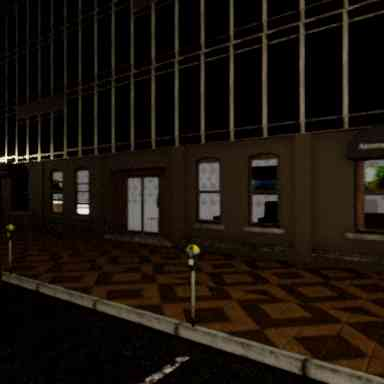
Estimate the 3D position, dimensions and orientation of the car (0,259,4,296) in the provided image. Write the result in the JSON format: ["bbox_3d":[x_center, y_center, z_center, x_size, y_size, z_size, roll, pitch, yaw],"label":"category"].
[{"bbox_3d":[-5.693,1.550,6.935,4.507,1.381,1.887,0,0,35],"label":"car"}]
